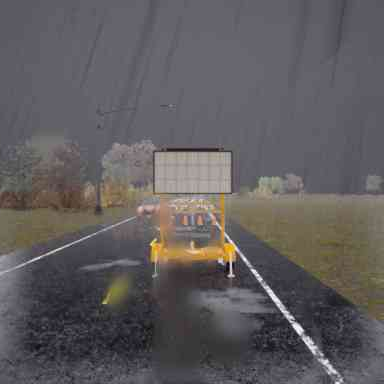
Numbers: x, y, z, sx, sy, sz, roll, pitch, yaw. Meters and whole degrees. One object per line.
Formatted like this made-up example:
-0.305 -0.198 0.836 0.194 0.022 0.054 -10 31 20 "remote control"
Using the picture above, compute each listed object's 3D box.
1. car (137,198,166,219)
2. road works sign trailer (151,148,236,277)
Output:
-3.415 1.367 28.690 2.097 1.767 4.553 0 0 0 "car"
0.026 0.469 10.228 2.380 3.560 2.880 0 0 -1 "road works sign trailer"
